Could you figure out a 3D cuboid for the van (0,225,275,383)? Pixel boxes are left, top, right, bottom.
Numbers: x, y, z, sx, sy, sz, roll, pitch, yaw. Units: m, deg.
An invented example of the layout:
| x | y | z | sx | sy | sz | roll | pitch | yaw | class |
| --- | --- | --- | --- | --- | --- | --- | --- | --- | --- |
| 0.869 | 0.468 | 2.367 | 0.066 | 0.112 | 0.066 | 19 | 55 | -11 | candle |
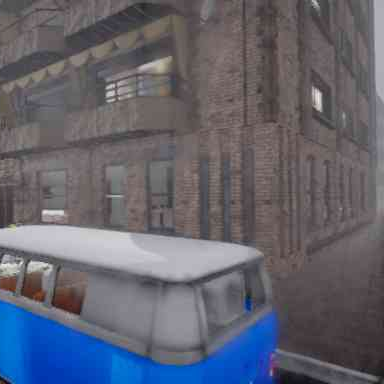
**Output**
| x | y | z | sx | sy | sz | roll | pitch | yaw | class |
| --- | --- | --- | --- | --- | --- | --- | --- | --- | --- |
| -1.097 | 1.339 | 3.678 | 3.998 | 1.788 | 1.690 | 0 | -1 | 36 | van |
